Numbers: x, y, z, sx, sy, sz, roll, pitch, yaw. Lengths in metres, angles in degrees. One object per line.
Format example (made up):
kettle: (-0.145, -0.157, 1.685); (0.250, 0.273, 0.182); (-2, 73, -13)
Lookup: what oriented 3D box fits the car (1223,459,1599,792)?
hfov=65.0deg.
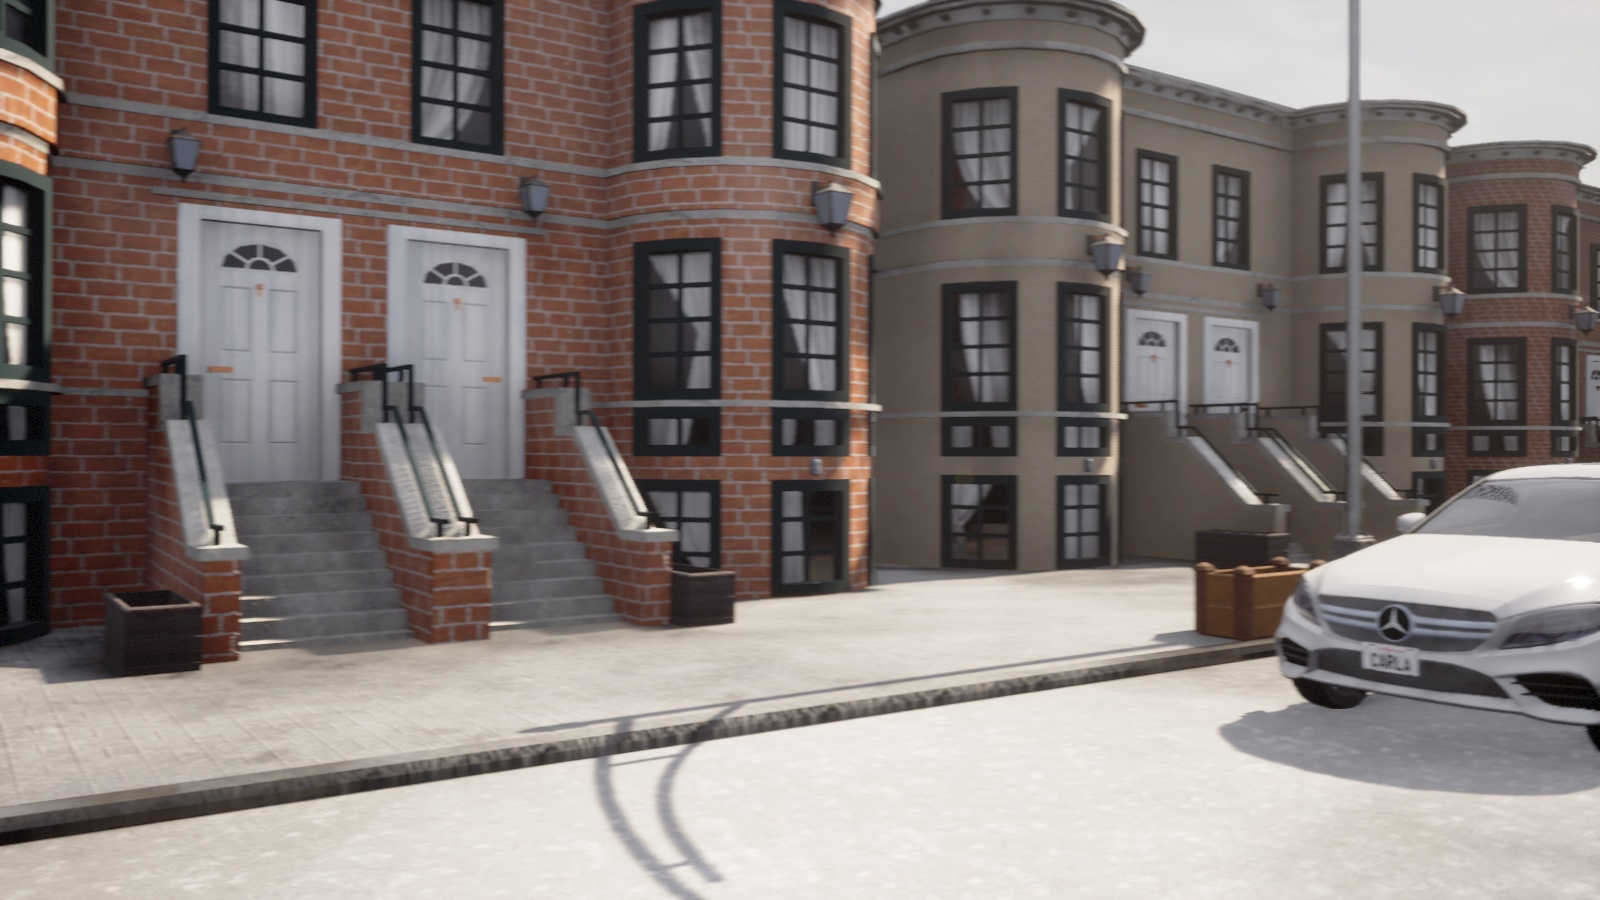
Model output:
car: (4.796, 0.783, 7.597); (4.674, 1.442, 1.812); (0, 0, -35)
